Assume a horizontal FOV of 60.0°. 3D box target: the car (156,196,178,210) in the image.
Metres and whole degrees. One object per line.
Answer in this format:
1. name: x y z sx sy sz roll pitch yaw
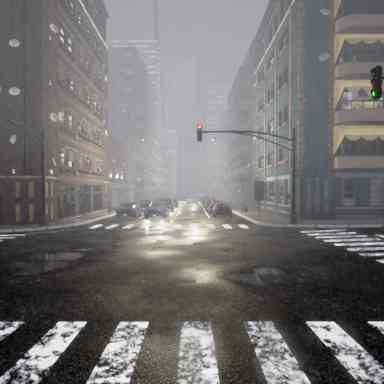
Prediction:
1. car: -3.072 1.511 39.918 1.837 1.490 4.892 0 0 0

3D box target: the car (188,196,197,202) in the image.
1. car: 0.045 1.452 69.770 1.895 1.301 4.718 0 0 0

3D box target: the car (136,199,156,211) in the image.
1. car: -5.670 1.573 41.341 1.947 1.339 4.313 0 0 0

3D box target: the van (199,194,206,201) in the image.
1. van: 2.736 1.379 85.512 1.690 1.788 3.998 -1 0 0

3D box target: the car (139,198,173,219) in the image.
1. car: -3.082 1.550 29.800 2.033 1.411 5.357 0 0 0

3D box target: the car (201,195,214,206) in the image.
1. car: 2.714 1.554 46.847 1.887 1.381 4.507 0 0 0

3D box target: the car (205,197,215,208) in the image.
1. car: 2.707 1.570 35.800 1.947 1.339 4.313 0 0 0

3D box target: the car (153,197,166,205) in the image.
1. car: -5.660 1.561 57.912 1.887 1.381 4.507 0 0 0

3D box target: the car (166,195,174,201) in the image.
1. car: -5.643 1.563 85.359 1.752 1.417 4.829 0 0 0

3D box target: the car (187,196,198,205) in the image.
1. car: 0.038 1.543 59.734 1.812 1.442 4.674 0 0 0

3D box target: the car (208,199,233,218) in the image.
1. car: 2.704 1.584 30.277 1.802 1.307 4.206 0 0 0

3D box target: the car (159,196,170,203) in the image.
1. car: -5.653 1.605 68.959 1.802 1.307 4.206 0 0 0

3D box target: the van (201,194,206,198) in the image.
1. van: 2.716 1.354 52.370 1.690 1.788 3.998 0 0 0

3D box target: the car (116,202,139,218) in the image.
1. car: -5.677 1.568 30.294 1.947 1.339 4.313 0 0 0
